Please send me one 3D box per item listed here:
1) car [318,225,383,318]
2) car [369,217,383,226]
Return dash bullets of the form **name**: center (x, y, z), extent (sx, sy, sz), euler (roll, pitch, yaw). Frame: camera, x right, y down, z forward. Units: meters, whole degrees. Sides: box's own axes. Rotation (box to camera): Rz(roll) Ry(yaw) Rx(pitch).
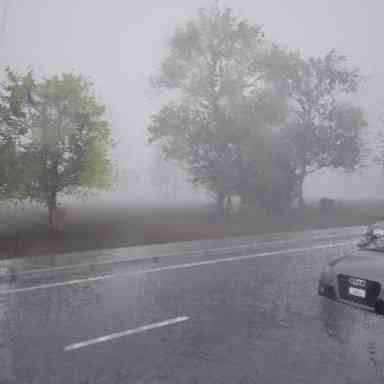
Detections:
- **car**: center (4.543, 1.545, 6.802), extent (4.181, 1.385, 1.994), euler (0, 0, -32)
- **car**: center (9.245, 1.453, 13.677), extent (4.902, 1.511, 2.128), euler (0, 0, -29)
